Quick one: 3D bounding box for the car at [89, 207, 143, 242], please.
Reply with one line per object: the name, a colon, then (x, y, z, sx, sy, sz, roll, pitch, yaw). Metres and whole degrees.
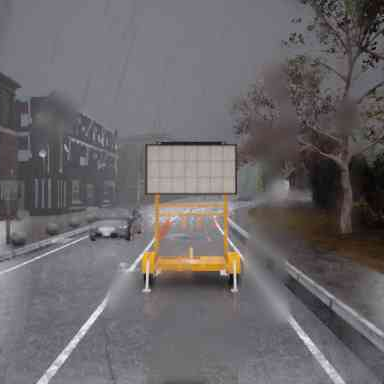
car: (-3.592, 1.496, 16.447, 2.128, 1.511, 4.902, 0, 0, 0)

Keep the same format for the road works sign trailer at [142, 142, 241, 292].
road works sign trailer: (-0.019, 0.467, 8.909, 2.380, 3.560, 2.880, 0, 0, 0)

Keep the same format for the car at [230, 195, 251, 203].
car: (9.607, 1.287, 65.573, 4.902, 1.511, 2.128, -1, 0, -41)
